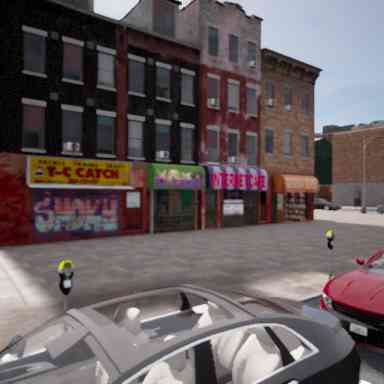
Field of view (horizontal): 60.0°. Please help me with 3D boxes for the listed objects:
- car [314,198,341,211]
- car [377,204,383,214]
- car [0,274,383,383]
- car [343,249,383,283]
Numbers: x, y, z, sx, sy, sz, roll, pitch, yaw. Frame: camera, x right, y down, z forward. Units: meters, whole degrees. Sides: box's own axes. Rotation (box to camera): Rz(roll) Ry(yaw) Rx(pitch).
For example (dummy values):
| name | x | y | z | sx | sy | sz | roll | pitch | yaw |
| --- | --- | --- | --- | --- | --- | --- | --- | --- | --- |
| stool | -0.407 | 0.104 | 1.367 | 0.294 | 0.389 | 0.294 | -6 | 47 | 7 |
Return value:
| name | x | y | z | sx | sy | sz | roll | pitch | yaw |
| --- | --- | --- | --- | --- | --- | --- | --- | --- | --- |
| car | 14.874 | 1.460 | 38.753 | 1.837 | 1.490 | 4.892 | 1 | 0 | -36 |
| car | 19.986 | 1.582 | 31.649 | 1.994 | 1.385 | 4.181 | 1 | 0 | -36 |
| car | -0.456 | 1.553 | 2.479 | 4.403 | 1.369 | 2.008 | 0 | 0 | -35 |
| car | 4.019 | 1.562 | 5.665 | 4.507 | 1.381 | 1.887 | 0 | 0 | -35 |
